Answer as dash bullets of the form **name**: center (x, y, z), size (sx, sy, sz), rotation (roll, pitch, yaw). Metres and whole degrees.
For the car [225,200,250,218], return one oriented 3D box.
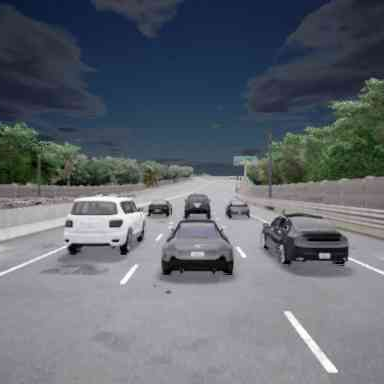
- **car**: center (4.029, 1.478, 29.917), size (2.128, 1.511, 4.902), rotation (0, 0, 2)

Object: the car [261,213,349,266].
- **car**: center (3.680, 1.500, 11.568), size (1.837, 1.490, 4.892), rotation (0, 0, 1)

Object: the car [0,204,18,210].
- **car**: center (-13.822, 1.544, 23.618), size (1.994, 1.385, 4.181), rotation (0, 0, 1)

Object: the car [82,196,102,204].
- **car**: center (-19.197, 1.466, 64.307), size (2.033, 1.411, 5.357), rotation (0, 0, 3)

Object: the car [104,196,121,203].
- **car**: center (-15.612, 1.516, 65.699), size (1.895, 1.301, 4.718), rotation (0, 0, 3)

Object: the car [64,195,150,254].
- **car**: center (-3.298, 1.213, 13.585), size (2.150, 2.045, 5.566), rotation (0, 0, 1)

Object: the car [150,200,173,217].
- **car**: center (-2.930, 1.459, 31.526), size (1.882, 1.535, 5.008), rotation (0, 0, 2)

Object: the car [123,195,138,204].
- **car**: center (-12.113, 1.423, 65.663), size (1.837, 1.490, 4.892), rotation (0, 1, 3)

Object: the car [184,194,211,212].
- **car**: center (0.504, 1.206, 29.130), size (2.150, 2.045, 5.566), rotation (0, 0, 1)

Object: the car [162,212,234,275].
- **car**: center (0.169, 1.558, 10.501), size (1.994, 1.385, 4.181), rotation (0, 0, 1)
